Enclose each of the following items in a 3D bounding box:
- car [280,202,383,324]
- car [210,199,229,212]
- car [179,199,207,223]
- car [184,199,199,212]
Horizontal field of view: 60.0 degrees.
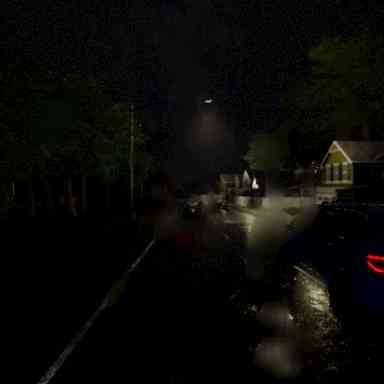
[{"bbox_3d":[3.595,1.216,7.262,2.150,2.045,5.566,0,0,0],"label":"car"},{"bbox_3d":[3.423,1.622,41.606,2.128,1.511,4.902,0,0,-1],"label":"car"},{"bbox_3d":[0.085,1.399,26.291,2.097,1.767,4.553,0,0,0],"label":"car"},{"bbox_3d":[-0.095,1.663,42.386,1.812,1.442,4.674,0,0,-1],"label":"car"}]
